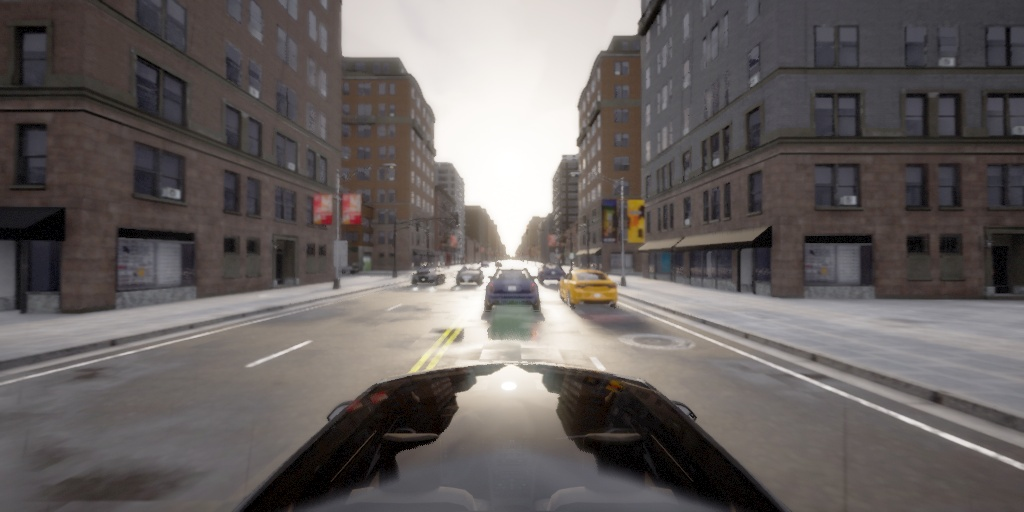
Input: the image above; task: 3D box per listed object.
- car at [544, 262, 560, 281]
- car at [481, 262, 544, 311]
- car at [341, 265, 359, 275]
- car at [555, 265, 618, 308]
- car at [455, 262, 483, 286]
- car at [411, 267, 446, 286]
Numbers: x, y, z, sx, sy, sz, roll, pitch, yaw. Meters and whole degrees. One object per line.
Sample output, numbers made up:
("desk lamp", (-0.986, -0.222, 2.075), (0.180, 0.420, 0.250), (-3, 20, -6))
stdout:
("car", (3.274, 1.371, 30.289), (2.097, 1.767, 4.553), (0, -1, 0))
("car", (0.022, 1.230, 15.290), (2.097, 1.767, 4.553), (0, -1, 0))
("car", (-22.117, 1.753, 46.507), (4.313, 1.339, 1.948), (0, 0, 0))
("car", (3.279, 1.364, 16.114), (1.882, 1.535, 5.008), (0, 0, 1))
("car", (-3.266, 1.496, 28.416), (2.128, 1.511, 4.902), (0, -1, 0))
("car", (-6.517, 1.567, 28.398), (1.994, 1.385, 4.181), (0, -1, 0))
